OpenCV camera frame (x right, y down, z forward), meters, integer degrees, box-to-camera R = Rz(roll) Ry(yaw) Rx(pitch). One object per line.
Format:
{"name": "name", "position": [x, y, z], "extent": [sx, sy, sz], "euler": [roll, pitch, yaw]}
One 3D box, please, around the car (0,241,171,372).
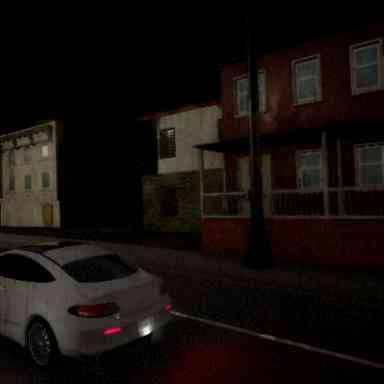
{"name": "car", "position": [-2.467, 1.589, 5.722], "extent": [4.674, 1.442, 1.812], "euler": [-1, 0, 36]}
